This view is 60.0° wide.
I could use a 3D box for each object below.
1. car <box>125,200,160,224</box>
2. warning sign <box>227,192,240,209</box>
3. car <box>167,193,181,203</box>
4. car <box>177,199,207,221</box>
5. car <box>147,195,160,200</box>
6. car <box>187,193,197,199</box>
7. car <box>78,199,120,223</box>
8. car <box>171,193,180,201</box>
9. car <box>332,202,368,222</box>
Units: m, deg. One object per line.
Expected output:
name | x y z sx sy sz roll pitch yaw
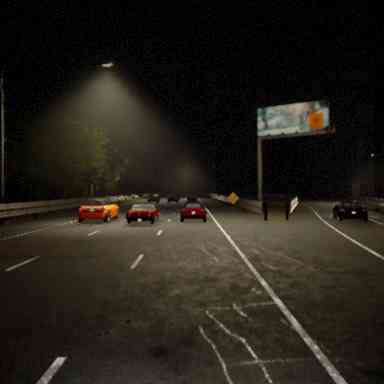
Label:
car | -3.395 1.521 23.788 1.895 1.301 4.718 0 0 0
warning sign | 4.545 0.972 36.856 1.300 1.860 1.060 -1 0 0
car | -3.489 1.256 60.654 1.812 1.442 4.674 0 0 0
car | 0.106 1.474 26.071 1.994 1.385 4.181 0 0 0
car | -6.988 1.294 60.655 1.994 1.385 4.181 0 0 0
car | 0.012 1.224 60.237 2.128 1.511 4.902 0 0 0
car | -6.895 1.266 25.071 2.097 1.767 4.553 0 0 0
car | -3.487 1.016 70.658 1.837 1.490 4.892 0 0 0
car | 11.868 1.412 25.195 1.994 1.385 4.181 0 0 16
